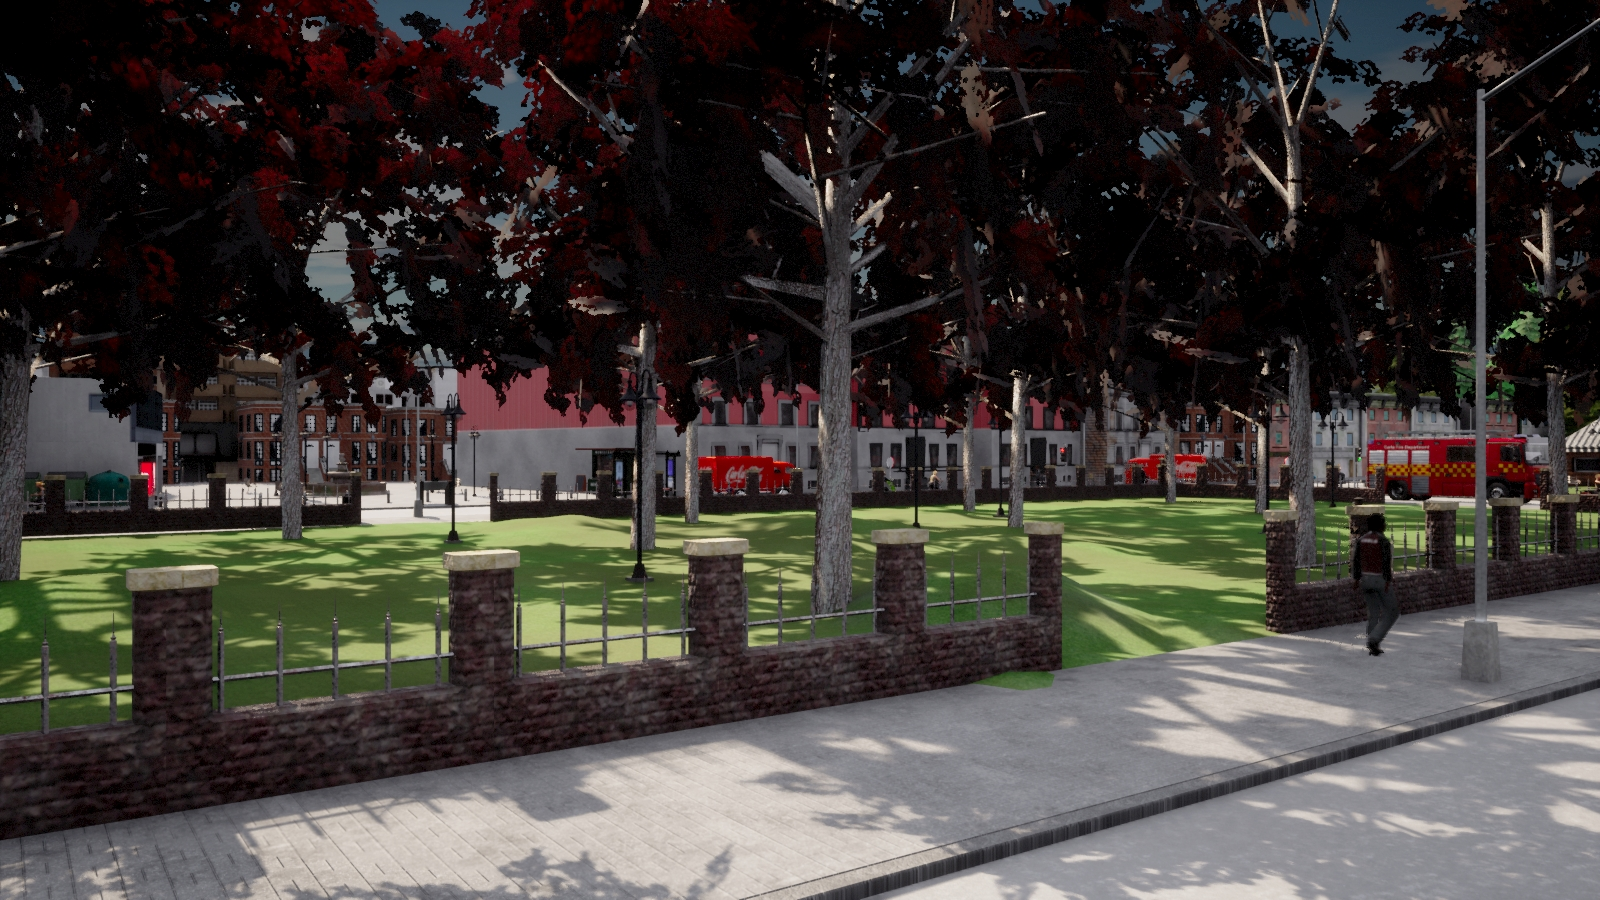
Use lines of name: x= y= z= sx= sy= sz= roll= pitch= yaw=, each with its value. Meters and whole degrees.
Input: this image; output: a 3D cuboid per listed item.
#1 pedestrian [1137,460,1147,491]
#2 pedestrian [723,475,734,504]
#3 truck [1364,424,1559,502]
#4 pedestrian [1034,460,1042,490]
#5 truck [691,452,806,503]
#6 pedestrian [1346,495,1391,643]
pedestrian: x=20.279 y=1.502 z=67.770 sx=0.375 sy=1.860 sz=0.375 roll=0 pitch=0 yaw=-32
pedestrian: x=-3.222 y=1.793 z=51.565 sx=0.375 sy=1.300 sz=0.375 roll=0 pitch=0 yaw=-35
truck: x=34.631 y=0.645 z=60.204 sx=2.891 sy=3.827 sz=8.468 roll=0 pitch=0 yaw=-34
pedestrian: x=15.318 y=1.606 z=73.467 sx=0.375 sy=1.860 sz=0.375 roll=0 pitch=0 yaw=29
truck: x=-2.582 y=1.335 z=57.891 sx=5.204 sy=2.467 sz=2.627 roll=0 pitch=0 yaw=-35
pedestrian: x=7.354 y=1.519 z=14.782 sx=0.375 sy=1.860 sz=0.375 roll=0 pitch=0 yaw=-29
